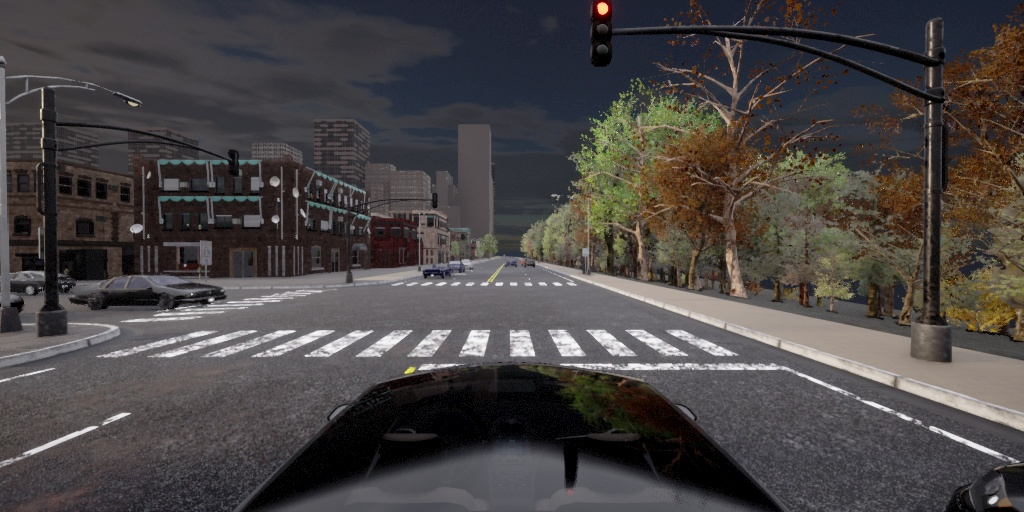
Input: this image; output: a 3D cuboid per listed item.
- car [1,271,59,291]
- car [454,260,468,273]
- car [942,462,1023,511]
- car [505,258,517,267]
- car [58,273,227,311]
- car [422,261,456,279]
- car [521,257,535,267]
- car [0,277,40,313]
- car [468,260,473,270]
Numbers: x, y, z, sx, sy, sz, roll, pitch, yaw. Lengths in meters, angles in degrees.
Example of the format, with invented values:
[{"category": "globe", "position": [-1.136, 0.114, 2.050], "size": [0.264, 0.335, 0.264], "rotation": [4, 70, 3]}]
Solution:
[{"category": "car", "position": [-28.369, 1.560, 20.980], "size": [4.403, 1.370, 2.007], "rotation": [0, 0, 0]}, {"category": "car", "position": [-6.780, 1.261, 43.056], "size": [1.812, 1.442, 4.674], "rotation": [0, 0, 0]}, {"category": "car", "position": [3.363, 1.314, 0.183], "size": [1.994, 1.385, 4.181], "rotation": [0, 0, -1]}, {"category": "car", "position": [-0.194, 1.078, 64.006], "size": [2.097, 1.767, 4.553], "rotation": [0, 0, 0]}, {"category": "car", "position": [-15.159, 1.465, 15.037], "size": [5.357, 1.411, 2.033], "rotation": [-1, 1, 3]}, {"category": "car", "position": [-6.736, 1.341, 32.885], "size": [1.895, 1.301, 4.718], "rotation": [0, 0, 2]}, {"category": "car", "position": [3.062, 1.231, 63.222], "size": [1.837, 1.490, 4.892], "rotation": [0, 0, 0]}, {"category": "car", "position": [-19.996, 1.565, 12.507], "size": [4.313, 1.339, 1.948], "rotation": [0, 0, 0]}, {"category": "car", "position": [-6.817, 1.257, 53.326], "size": [1.812, 1.442, 4.674], "rotation": [0, 0, 0]}]
